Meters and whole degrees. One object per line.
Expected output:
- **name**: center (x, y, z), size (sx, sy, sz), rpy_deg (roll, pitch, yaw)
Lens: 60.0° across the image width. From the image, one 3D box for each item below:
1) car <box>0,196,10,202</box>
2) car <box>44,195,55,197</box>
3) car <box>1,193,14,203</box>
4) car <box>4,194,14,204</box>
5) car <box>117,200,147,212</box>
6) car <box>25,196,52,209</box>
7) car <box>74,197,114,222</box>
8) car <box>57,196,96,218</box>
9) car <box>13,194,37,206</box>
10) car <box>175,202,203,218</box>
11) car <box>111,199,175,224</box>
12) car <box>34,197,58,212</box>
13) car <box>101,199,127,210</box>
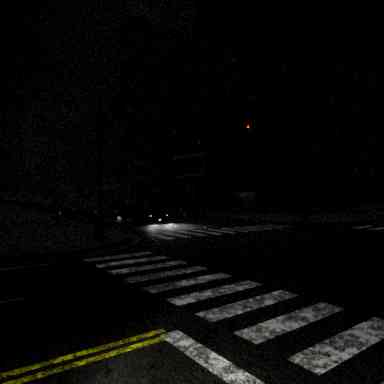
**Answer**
- **car**: center (-42.433, 1.598, 75.032), size (1.802, 1.307, 4.206), rpy_deg (0, 0, -35)
- **car**: center (-29.502, 1.477, 70.710), size (1.967, 1.590, 4.097), rpy_deg (0, 0, -35)
- **car**: center (-39.236, 1.556, 70.543), size (1.887, 1.381, 4.507), rpy_deg (0, 0, -35)
- **car**: center (-32.842, 1.551, 61.566), size (2.008, 1.369, 4.403), rpy_deg (0, 0, -35)
- **car**: center (-7.123, 1.594, 39.290), size (1.802, 1.307, 4.206), rpy_deg (0, 0, -35)
- **car**: center (-20.053, 1.533, 43.611), size (2.008, 1.369, 4.403), rpy_deg (0, 0, -35)
- **car**: center (-7.265, 1.423, 25.657), size (1.967, 1.590, 4.097), rpy_deg (0, 0, -35)
- **car**: center (-10.462, 1.421, 30.146), size (1.967, 1.590, 4.097), rpy_deg (0, 0, -35)
- **car**: center (-26.447, 1.430, 52.588), size (1.967, 1.590, 4.097), rpy_deg (0, 0, -35)
- **car**: center (-0.729, 1.580, 30.312), size (1.947, 1.339, 4.313), rpy_deg (0, 0, -35)
- **car**: center (-3.828, 1.541, 25.173), size (2.033, 1.411, 5.357), rpy_deg (0, 0, -37)
- **car**: center (-16.856, 1.563, 39.123), size (1.802, 1.307, 4.206), rpy_deg (0, 0, -35)
- **car**: center (-10.320, 1.579, 43.778), size (1.947, 1.339, 4.313), rpy_deg (0, 0, -35)
